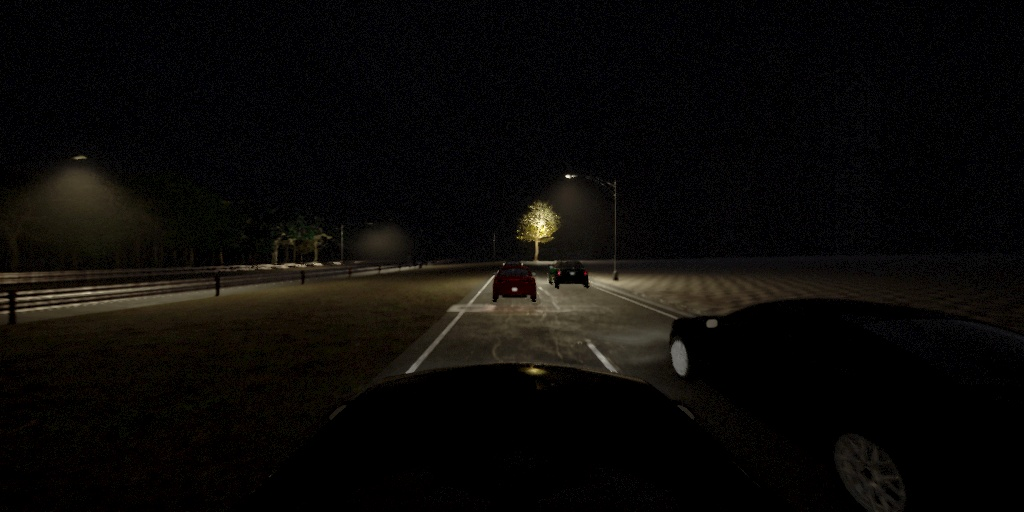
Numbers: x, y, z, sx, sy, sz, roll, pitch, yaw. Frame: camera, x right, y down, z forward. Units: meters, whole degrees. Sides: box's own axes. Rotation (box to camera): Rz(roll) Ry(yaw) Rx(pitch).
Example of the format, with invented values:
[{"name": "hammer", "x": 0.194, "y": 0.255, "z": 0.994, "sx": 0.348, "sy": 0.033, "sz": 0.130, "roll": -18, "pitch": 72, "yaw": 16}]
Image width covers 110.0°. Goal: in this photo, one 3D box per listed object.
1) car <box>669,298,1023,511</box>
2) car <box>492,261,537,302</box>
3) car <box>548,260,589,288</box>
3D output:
[{"name": "car", "x": 3.603, "y": 1.226, "z": 4.131, "sx": 1.882, "sy": 1.535, "sz": 5.008, "roll": 0, "pitch": 0, "yaw": 0}, {"name": "car", "x": 0.116, "y": 1.205, "z": 17.000, "sx": 1.882, "sy": 1.535, "sz": 5.008, "roll": 0, "pitch": 0, "yaw": 0}, {"name": "car", "x": 3.606, "y": 1.067, "z": 23.475, "sx": 2.097, "sy": 1.767, "sz": 4.553, "roll": 0, "pitch": 0, "yaw": 0}]
